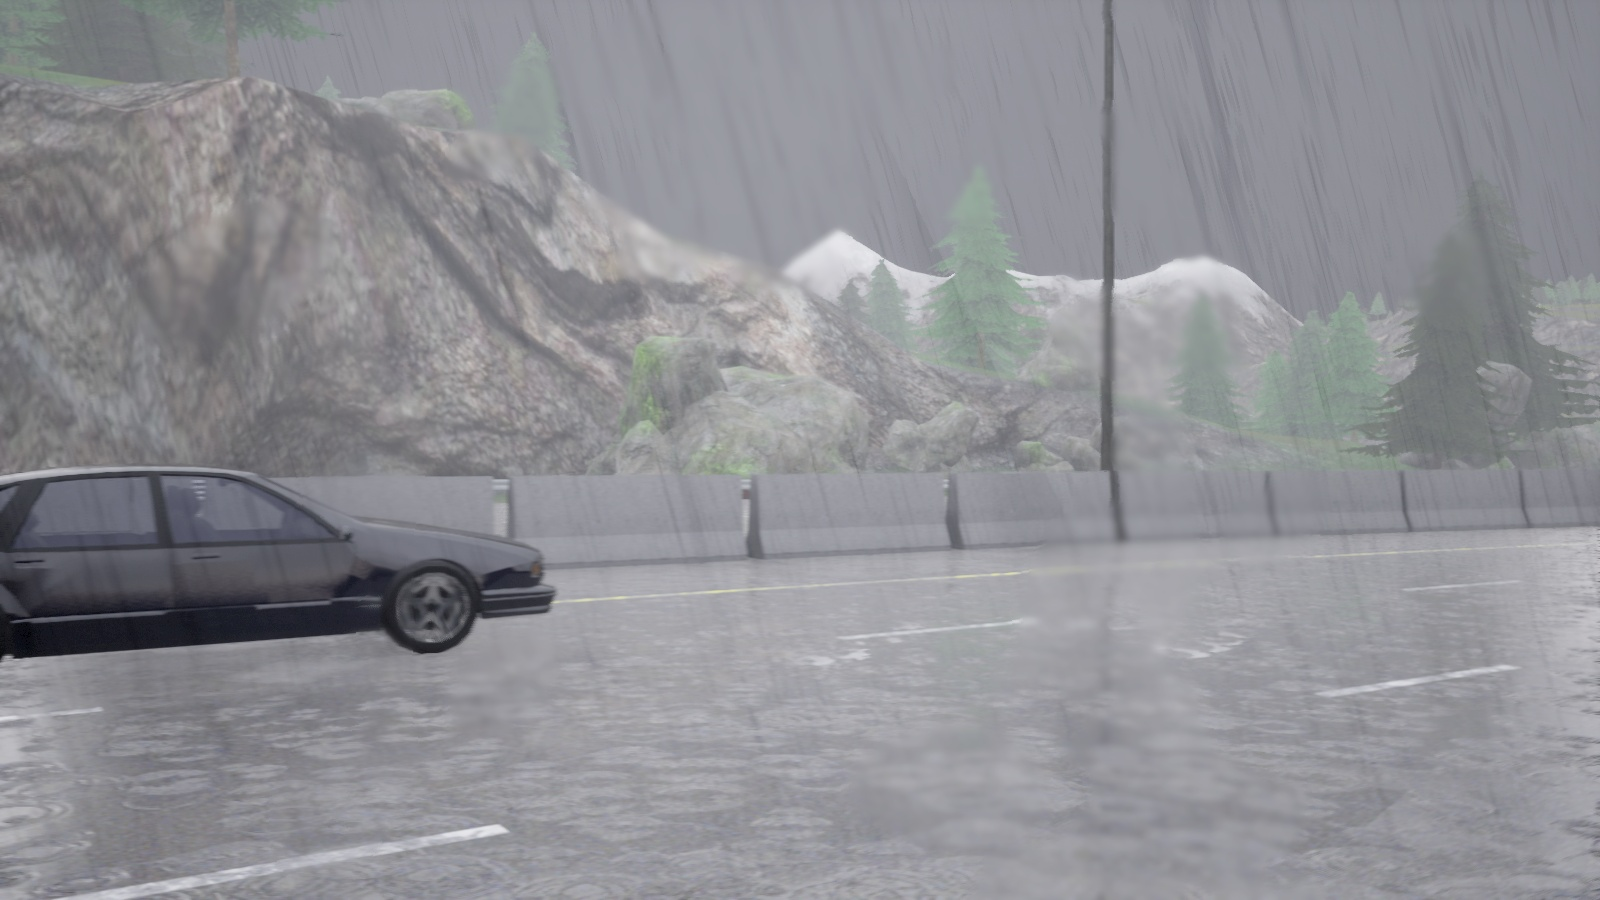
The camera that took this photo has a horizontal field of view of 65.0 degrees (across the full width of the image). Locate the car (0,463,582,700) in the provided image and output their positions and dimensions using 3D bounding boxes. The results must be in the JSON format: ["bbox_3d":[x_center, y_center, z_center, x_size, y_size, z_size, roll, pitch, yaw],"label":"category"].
[{"bbox_3d":[-4.488,0.822,9.113,5.357,1.411,2.033,0,0,-33],"label":"car"}]
